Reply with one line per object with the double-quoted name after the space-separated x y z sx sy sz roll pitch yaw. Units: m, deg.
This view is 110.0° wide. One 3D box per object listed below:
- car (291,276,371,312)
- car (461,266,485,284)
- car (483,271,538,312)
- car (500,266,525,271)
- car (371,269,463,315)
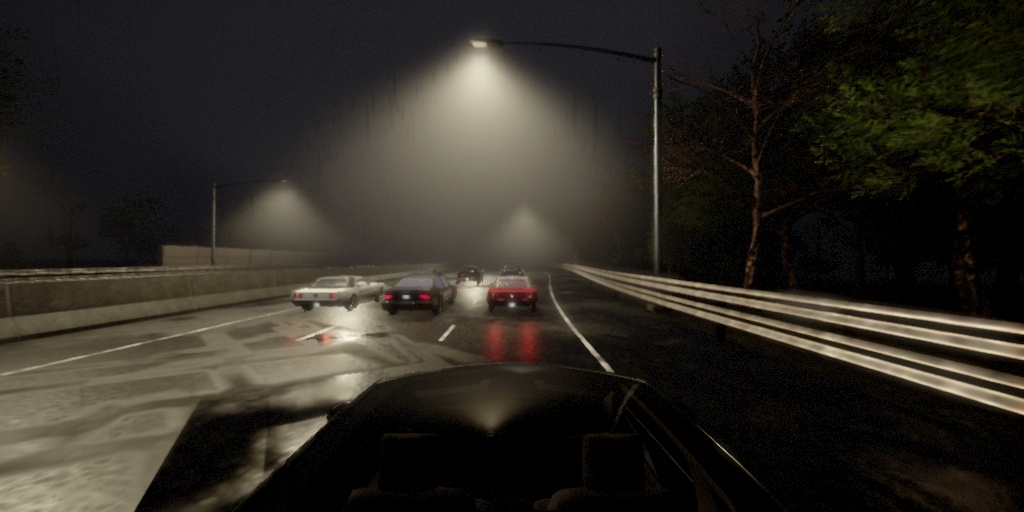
-6.979 1.490 15.086 1.895 1.301 4.718 0 -1 0 "car"
-3.471 1.562 30.340 1.837 1.490 4.892 0 0 1 "car"
0.022 1.490 15.081 1.895 1.301 4.718 0 -1 1 "car"
0.029 1.548 30.340 2.128 1.511 4.902 0 0 1 "car"
-3.487 1.429 14.359 2.033 1.411 5.357 0 -1 0 "car"
